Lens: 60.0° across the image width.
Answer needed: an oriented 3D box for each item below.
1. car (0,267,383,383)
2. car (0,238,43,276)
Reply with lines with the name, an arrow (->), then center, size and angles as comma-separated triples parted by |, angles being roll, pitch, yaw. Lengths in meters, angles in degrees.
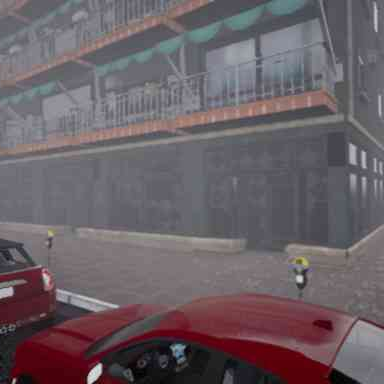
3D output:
car -> 0.284, 1.557, 2.674 | 4.507, 1.381, 1.887 | -1, -1, 36
car -> -4.301, 1.511, 5.954 | 4.097, 1.590, 1.967 | -1, -1, 36
